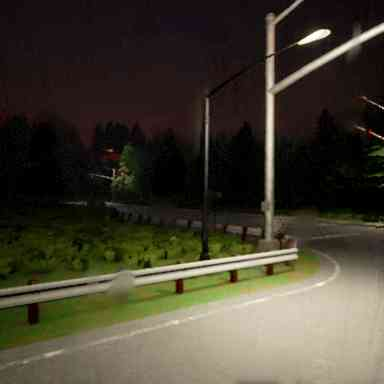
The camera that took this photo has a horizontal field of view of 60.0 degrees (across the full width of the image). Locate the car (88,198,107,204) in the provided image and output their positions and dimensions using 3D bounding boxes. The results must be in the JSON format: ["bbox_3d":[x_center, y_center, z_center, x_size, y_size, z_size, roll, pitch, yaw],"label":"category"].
[{"bbox_3d":[-14.152,1.685,49.476,1.812,1.442,4.674,1,-1,-34],"label":"car"}]
